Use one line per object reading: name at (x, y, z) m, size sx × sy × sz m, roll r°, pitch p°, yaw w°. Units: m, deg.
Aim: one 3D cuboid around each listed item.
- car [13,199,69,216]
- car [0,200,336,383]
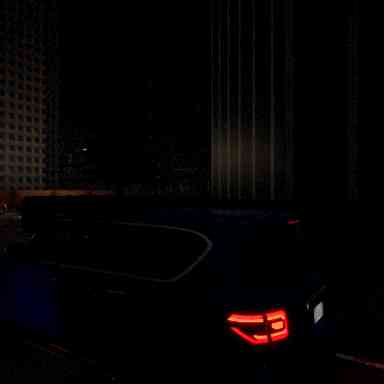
car at (-15.443, 1.533, 34.374) m, size 1.882 × 1.535 × 5.008 m, roll 0°, pitch 0°, yaw 35°
car at (-0.992, 1.221, 4.694) m, size 5.566 × 2.045 × 2.150 m, roll 0°, pitch 0°, yaw 35°
